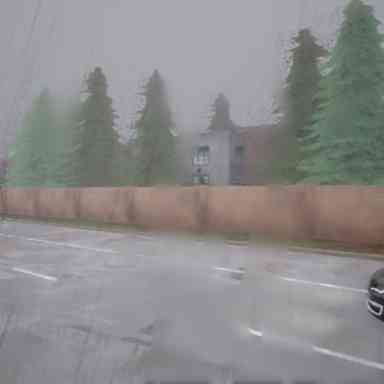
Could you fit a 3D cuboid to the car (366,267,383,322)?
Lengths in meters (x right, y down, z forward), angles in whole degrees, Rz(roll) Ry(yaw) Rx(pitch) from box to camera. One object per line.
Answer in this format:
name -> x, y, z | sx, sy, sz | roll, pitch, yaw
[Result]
car -> 5.166, 1.505, 4.606 | 4.892, 1.490, 1.837 | 0, 0, 36
